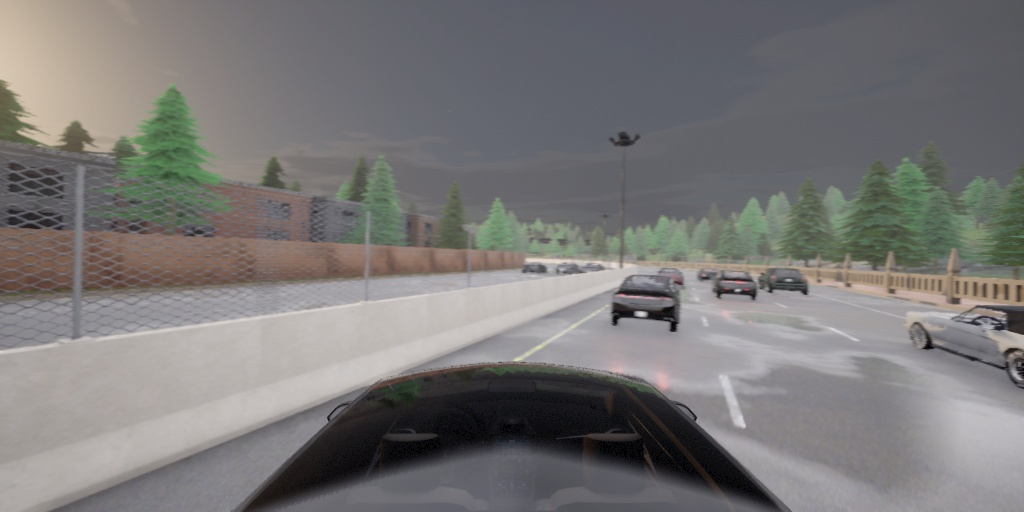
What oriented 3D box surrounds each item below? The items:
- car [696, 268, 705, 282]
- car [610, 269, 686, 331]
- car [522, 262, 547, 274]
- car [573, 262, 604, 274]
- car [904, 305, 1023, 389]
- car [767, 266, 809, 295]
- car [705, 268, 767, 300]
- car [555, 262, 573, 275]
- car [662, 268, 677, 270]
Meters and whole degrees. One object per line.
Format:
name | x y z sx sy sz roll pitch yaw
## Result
car | 19.231 1.830 35.057 1.895 1.301 4.718 2 0 23
car | 4.468 1.351 11.694 2.128 1.511 4.902 2 0 26
car | 2.581 1.352 40.976 1.994 1.385 4.181 2 0 24
car | 8.120 1.428 36.240 2.128 1.511 4.902 2 0 24
car | 9.896 1.607 6.830 1.895 1.301 4.718 2 0 26
car | 18.320 1.566 24.448 2.097 1.767 4.553 2 0 25
car | 12.440 1.555 20.257 2.128 1.511 4.902 2 0 26
car | 6.304 1.378 40.724 2.128 1.511 4.902 2 0 23
car | 12.420 1.620 28.345 1.994 1.385 4.181 2 0 25
